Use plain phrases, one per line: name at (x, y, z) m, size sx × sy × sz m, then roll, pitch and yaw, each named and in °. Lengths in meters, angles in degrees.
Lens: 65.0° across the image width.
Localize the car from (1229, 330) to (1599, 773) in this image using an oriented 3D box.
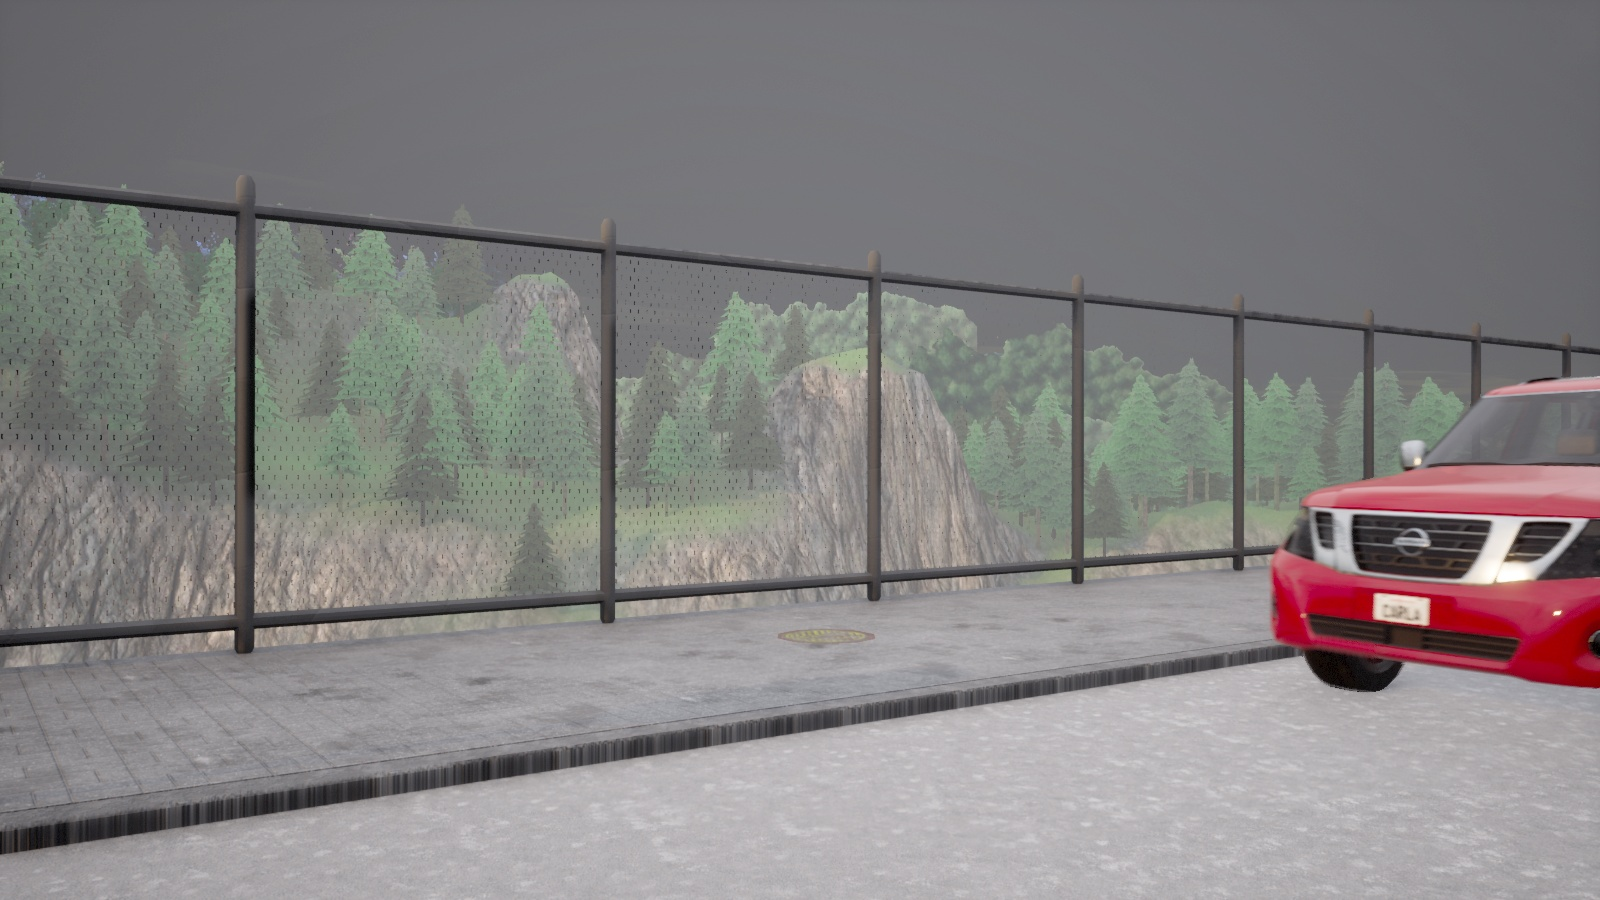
car at (5.488, 0.472, 8.138) m, size 5.566 × 2.045 × 2.150 m, roll 0°, pitch 0°, yaw -33°
